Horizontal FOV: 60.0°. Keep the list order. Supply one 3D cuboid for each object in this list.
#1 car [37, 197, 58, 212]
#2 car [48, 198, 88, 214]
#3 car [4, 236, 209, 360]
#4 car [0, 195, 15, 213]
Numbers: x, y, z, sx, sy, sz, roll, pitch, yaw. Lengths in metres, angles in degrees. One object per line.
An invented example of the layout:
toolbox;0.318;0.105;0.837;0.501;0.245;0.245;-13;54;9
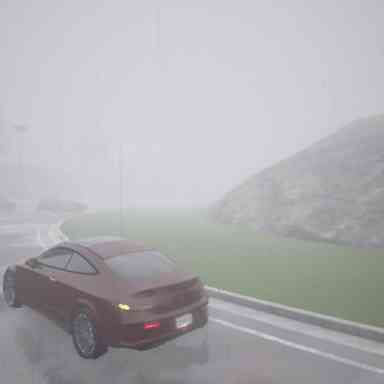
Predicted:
car;-15.985;1.392;38.664;2.097;1.767;4.553;0;0;6
car;-12.935;1.599;35.756;2.033;1.411;5.357;0;0;3
car;-1.770;1.540;6.009;4.674;1.442;1.812;0;0;43
car;-19.973;1.206;33.149;2.150;2.045;5.566;0;0;0
